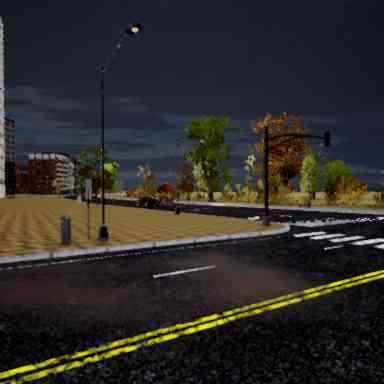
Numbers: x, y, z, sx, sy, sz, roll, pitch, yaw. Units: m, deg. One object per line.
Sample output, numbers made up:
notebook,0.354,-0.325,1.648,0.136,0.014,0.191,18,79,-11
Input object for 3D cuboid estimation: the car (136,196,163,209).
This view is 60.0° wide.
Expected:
car,-6.353,1.487,47.245,1.882,1.535,5.008,-1,0,-30

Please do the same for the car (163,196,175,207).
car,-4.421,1.338,50.377,2.097,1.767,4.553,-1,0,-30
